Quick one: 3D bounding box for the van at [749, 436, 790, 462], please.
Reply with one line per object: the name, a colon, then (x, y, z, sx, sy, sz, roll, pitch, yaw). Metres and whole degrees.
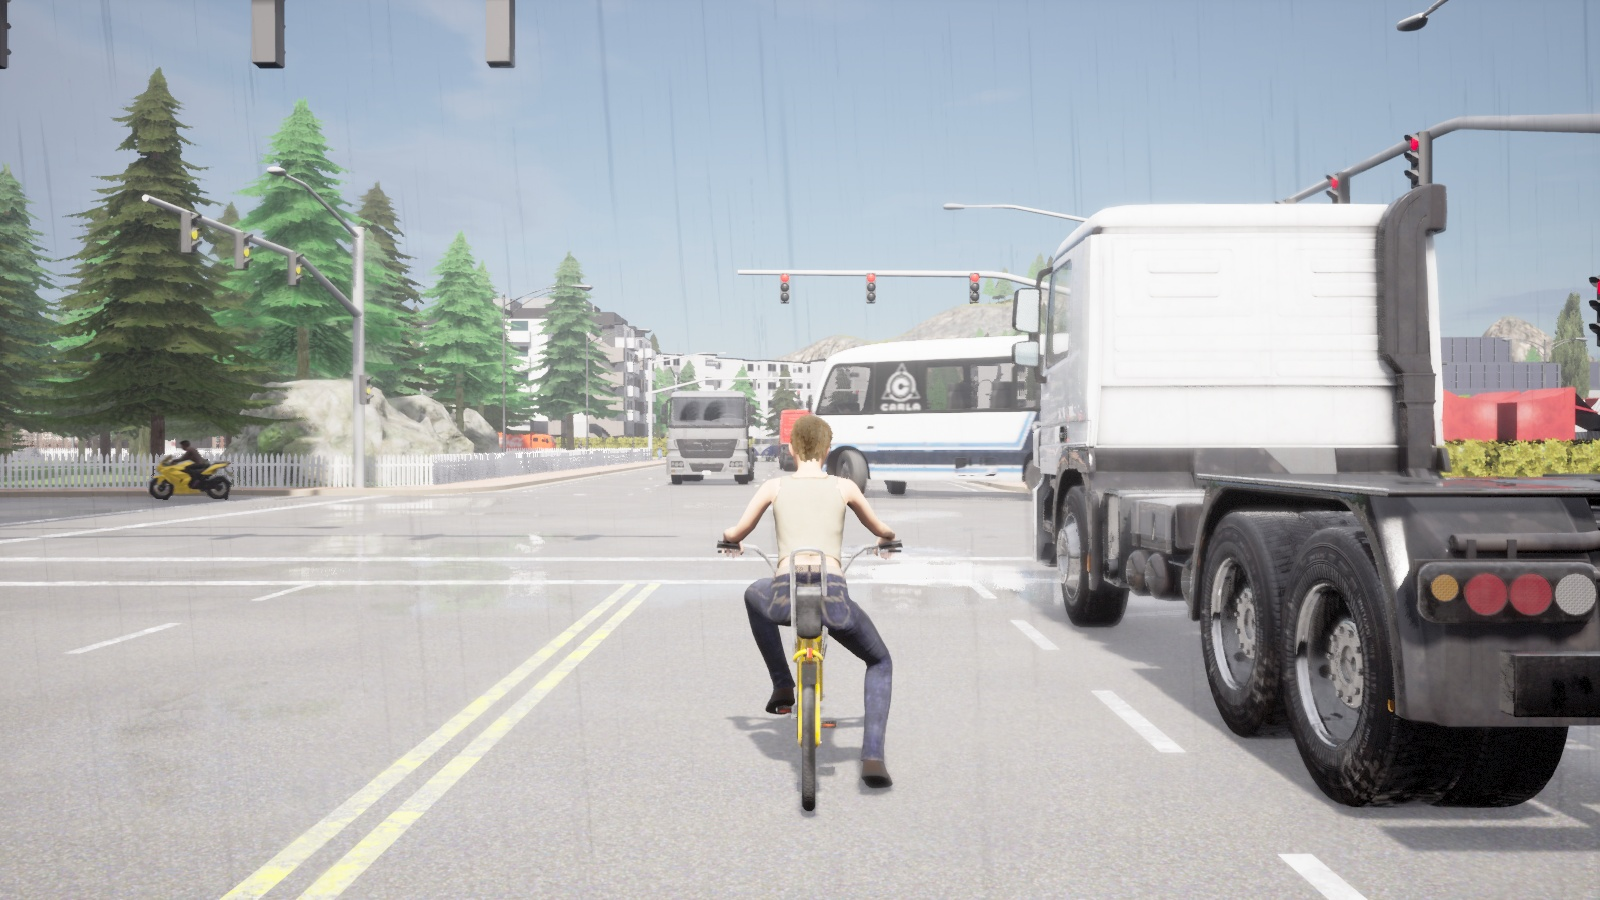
van: (-2.386, -0.060, 98.746, 1.775, 1.987, 4.442, 0, 0, 19)

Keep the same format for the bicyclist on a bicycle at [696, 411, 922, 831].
bicyclist on a bicycle: (0.042, 0.652, 5.576, 0.866, 1.612, 1.509, 0, 0, 1)

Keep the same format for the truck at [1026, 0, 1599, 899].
truck: (3.559, -0.277, 7.884, 2.891, 3.462, 7.936, 0, 0, 0)

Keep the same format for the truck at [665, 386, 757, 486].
truck: (-3.224, -0.507, 47.641, 2.891, 3.462, 7.936, 0, 0, 0)

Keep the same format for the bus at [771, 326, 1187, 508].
bus: (4.632, -0.831, 33.665, 10.273, 4.253, 3.944, 0, 2, 32)

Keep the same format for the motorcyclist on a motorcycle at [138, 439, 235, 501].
motorcyclist on a motorcycle: (-15.372, 0.483, 31.494, 2.044, 1.523, 0.797, 0, 1, -4)

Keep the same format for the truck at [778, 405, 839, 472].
truck: (0.383, -0.624, 68.943, 2.891, 3.462, 7.936, 0, 0, -3)
